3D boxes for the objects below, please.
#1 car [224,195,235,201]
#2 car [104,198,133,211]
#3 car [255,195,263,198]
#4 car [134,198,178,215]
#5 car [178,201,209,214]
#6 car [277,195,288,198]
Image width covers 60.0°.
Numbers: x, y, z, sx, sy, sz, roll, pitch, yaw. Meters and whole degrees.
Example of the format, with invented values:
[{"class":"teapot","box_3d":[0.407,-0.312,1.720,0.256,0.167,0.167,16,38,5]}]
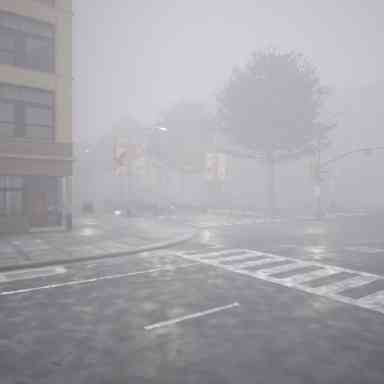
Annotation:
[{"class":"car","box_3d":[7.772,1.413,76.682,2.161,1.482,4.786,0,0,-36]},{"class":"car","box_3d":[-9.632,1.505,42.027,1.837,1.490,4.892,0,0,-35]},{"class":"car","box_3d":[17.416,1.463,83.141,1.895,1.301,4.718,0,0,-36]},{"class":"car","box_3d":[-3.736,1.601,33.803,1.895,1.301,4.718,0,0,-36]},{"class":"car","box_3d":[-0.277,1.601,34.989,1.895,1.301,4.718,0,0,-36]},{"class":"car","box_3d":[18.256,1.320,69.210,2.002,1.452,4.674,0,0,-36]}]
